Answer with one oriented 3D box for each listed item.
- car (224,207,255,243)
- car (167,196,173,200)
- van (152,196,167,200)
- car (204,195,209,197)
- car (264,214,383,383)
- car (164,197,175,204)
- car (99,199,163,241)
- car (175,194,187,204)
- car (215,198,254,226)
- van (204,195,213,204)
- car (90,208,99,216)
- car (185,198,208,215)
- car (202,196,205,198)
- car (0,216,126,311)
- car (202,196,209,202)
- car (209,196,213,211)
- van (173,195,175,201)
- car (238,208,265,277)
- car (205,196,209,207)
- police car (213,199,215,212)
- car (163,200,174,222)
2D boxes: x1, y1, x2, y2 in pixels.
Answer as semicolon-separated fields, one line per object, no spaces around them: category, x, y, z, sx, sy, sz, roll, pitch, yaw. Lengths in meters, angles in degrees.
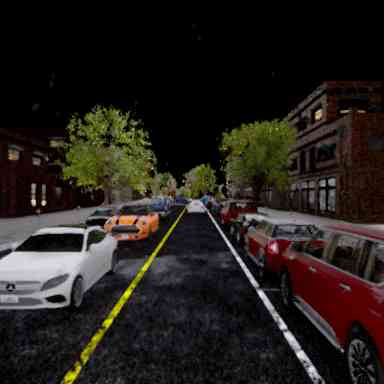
car;2.858;1.633;15.914;2.008;1.369;4.403;1;0;1
car;-5.007;1.654;60.341;1.967;1.590;4.097;1;0;1
van;-5.133;1.513;49.255;1.690;1.788;3.998;1;0;1
car;3.374;1.785;60.425;1.752;1.417;4.829;1;0;1
car;2.734;1.351;4.828;2.192;1.841;5.009;1;0;1
car;-4.880;1.806;71.425;2.008;1.369;4.403;1;0;1
car;-2.921;1.408;16.961;2.097;1.767;4.553;0;0;1
car;-2.197;1.454;71.489;2.150;2.045;5.566;0;0;1
car;2.927;1.421;21.458;2.192;1.841;5.009;1;0;1
van;3.503;1.642;71.342;1.690;1.788;3.998;1;0;1
car;-5.458;1.627;21.541;1.947;1.339;4.313;1;0;1
car;0.464;1.673;35.245;1.812;1.442;4.674;0;0;1
car;0.598;1.722;47.820;1.812;1.442;4.674;0;0;1
car;-3.034;1.543;7.916;1.812;1.442;4.674;0;0;1
car;3.759;1.817;93.512;1.967;1.590;4.097;1;0;1
car;3.567;1.541;41.361;2.097;1.767;4.553;0;0;1
van;-4.940;1.576;65.883;1.690;1.788;3.998;1;0;1
car;2.796;1.499;10.371;1.967;1.590;4.097;1;0;1
car;3.307;1.820;54.712;1.802;1.307;4.206;1;0;1
police car;3.509;1.586;34.500;1.930;1.638;5.238;0;0;1
car;-2.768;1.647;27.569;2.033;1.411;5.357;0;0;1
